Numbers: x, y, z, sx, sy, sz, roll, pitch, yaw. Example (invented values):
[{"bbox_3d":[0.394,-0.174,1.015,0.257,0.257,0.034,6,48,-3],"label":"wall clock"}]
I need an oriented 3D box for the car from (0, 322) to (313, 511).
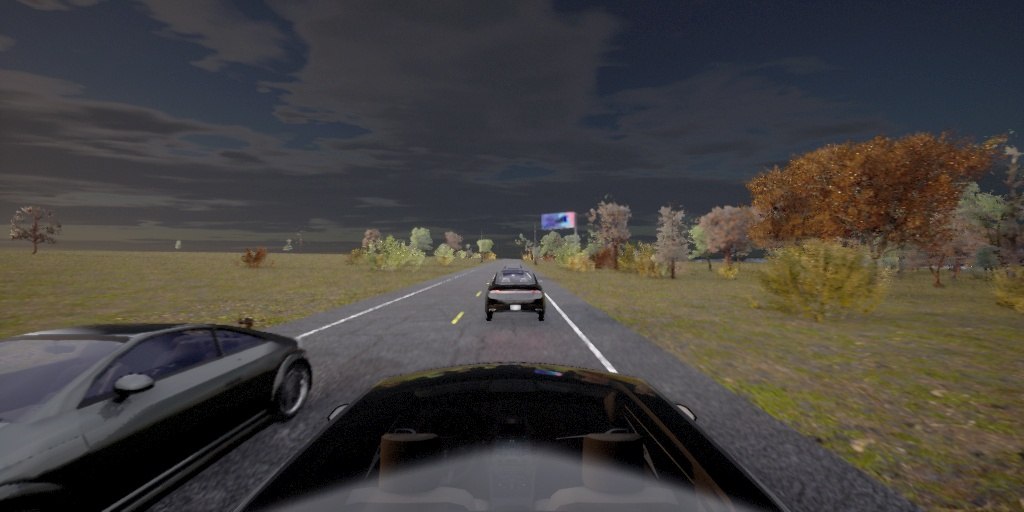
[{"bbox_3d":[-3.601,1.314,2.995,1.994,1.385,4.181,0,0,0],"label":"car"}]

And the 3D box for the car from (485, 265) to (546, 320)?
[{"bbox_3d":[0.102,1.245,12.569,2.128,1.511,4.902,0,0,0],"label":"car"}]
